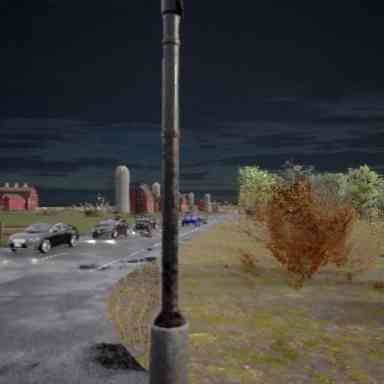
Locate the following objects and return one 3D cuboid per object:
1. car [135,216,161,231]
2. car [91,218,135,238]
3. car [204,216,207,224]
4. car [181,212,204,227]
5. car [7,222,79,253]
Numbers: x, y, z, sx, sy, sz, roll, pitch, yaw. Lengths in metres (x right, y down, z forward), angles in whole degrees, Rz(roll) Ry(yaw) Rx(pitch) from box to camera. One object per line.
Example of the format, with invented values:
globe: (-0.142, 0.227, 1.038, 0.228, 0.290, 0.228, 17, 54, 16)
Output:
car: (-5.220, 3.544, 37.434, 1.837, 1.490, 4.892, 0, -3, 8)
car: (-6.676, 2.978, 27.697, 1.837, 1.490, 4.892, 0, -3, 8)
car: (1.389, 4.571, 57.467, 2.097, 1.767, 4.553, 0, -3, 8)
car: (-0.097, 3.847, 47.280, 2.150, 2.045, 5.566, 0, -3, 9)
car: (-8.058, 2.429, 18.462, 2.128, 1.511, 4.902, 0, -3, 8)
